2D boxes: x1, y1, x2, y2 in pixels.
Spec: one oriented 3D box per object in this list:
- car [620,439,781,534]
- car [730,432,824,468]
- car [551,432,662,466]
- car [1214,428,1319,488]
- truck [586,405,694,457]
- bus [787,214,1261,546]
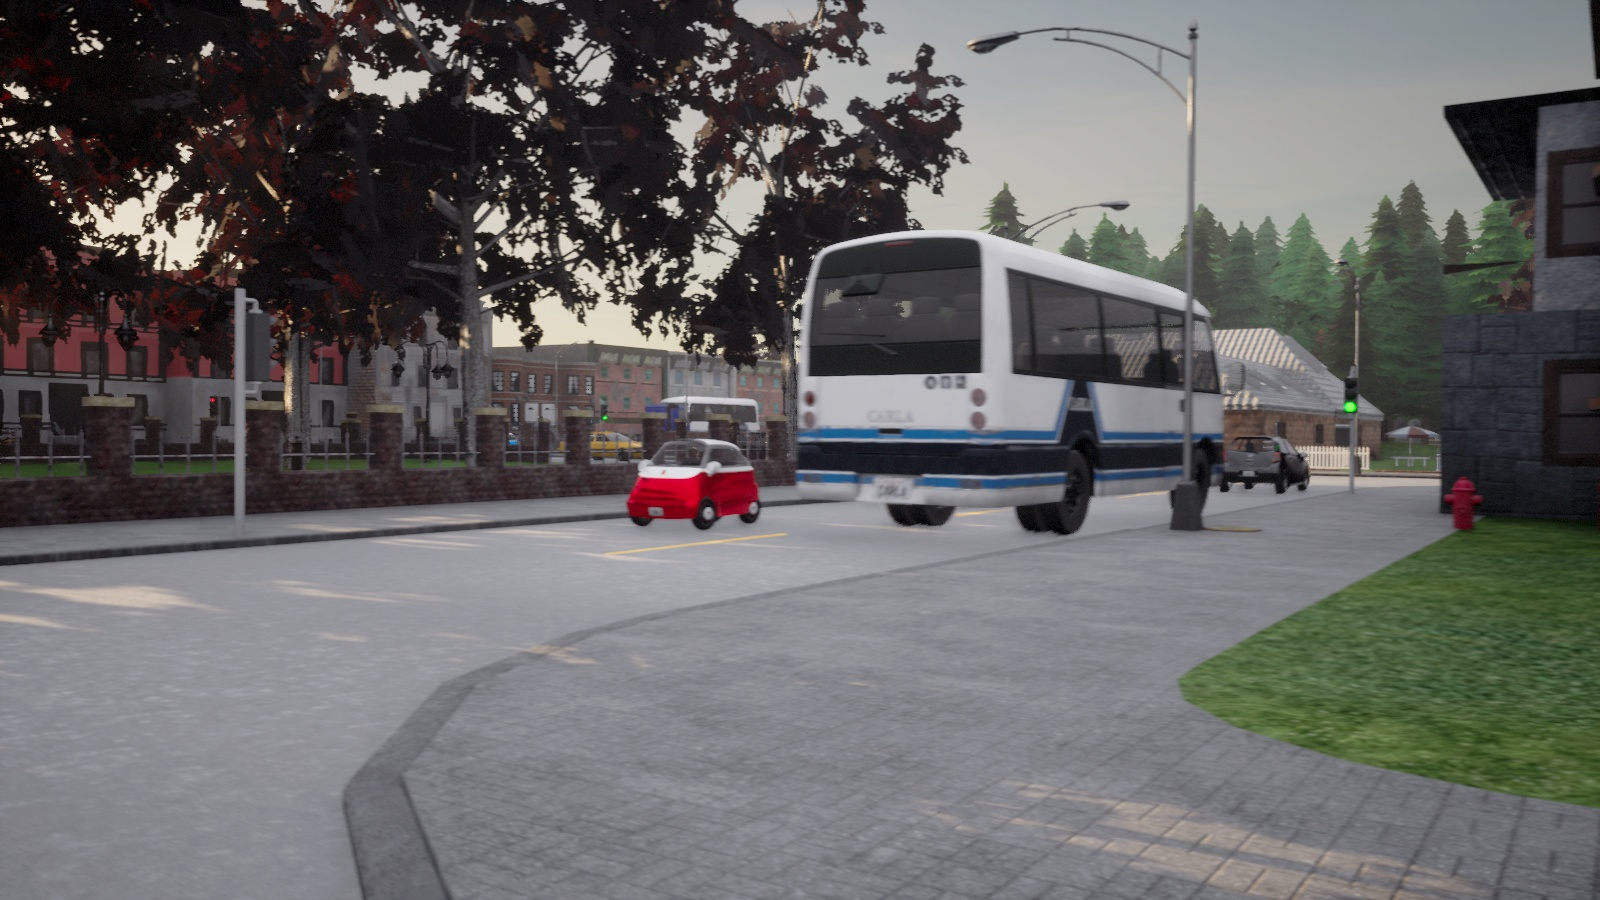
[{"bbox_3d":[-1.533,0.528,19.783,1.481,1.376,2.207,0,1,33],"label":"car"},{"bbox_3d":[-1.000,0.006,54.430,3.633,1.501,1.845,0,1,32],"label":"car"},{"bbox_3d":[-9.264,-0.067,59.896,5.366,1.575,1.801,0,1,32],"label":"car"},{"bbox_3d":[12.554,0.166,33.685,1.845,1.501,3.633,0,1,34],"label":"car"},{"bbox_3d":[-11.010,-1.350,87.353,2.891,3.462,7.936,0,1,34],"label":"truck"},{"bbox_3d":[4.404,-0.981,21.426,3.944,4.253,10.273,0,1,35],"label":"bus"}]
